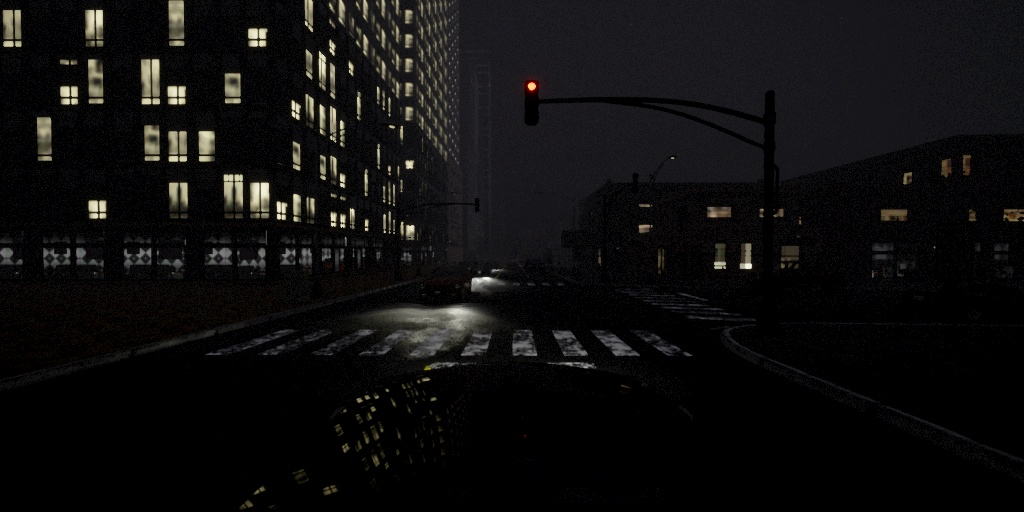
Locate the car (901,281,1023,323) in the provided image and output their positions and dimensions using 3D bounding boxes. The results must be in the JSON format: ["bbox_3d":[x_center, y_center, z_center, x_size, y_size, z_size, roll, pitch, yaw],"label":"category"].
[{"bbox_3d":[16.434,1.549,12.641,4.313,1.339,1.948,0,0,1],"label":"car"}]

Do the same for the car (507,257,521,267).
[{"bbox_3d":[0.133,1.301,63.834,1.994,1.385,4.181,0,0,0],"label":"car"}]

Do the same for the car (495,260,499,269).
[{"bbox_3d":[-2.980,1.303,53.533,1.994,1.385,4.181,0,0,0],"label":"car"}]

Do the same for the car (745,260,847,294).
[{"bbox_3d":[16.558,1.166,21.019,5.009,1.841,2.192,0,0,1],"label":"car"}]

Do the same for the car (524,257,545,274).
[{"bbox_3d":[2.774,1.180,41.331,1.967,1.591,4.097,0,0,0],"label":"car"}]

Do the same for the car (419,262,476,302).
[{"bbox_3d":[-3.067,1.223,17.297,1.882,1.535,5.008,0,0,0],"label":"car"}]

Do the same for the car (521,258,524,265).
[{"bbox_3d":[2.798,1.053,52.619,2.192,1.841,5.009,0,0,0],"label":"car"}]

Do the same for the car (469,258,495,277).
[{"bbox_3d":[-3.039,1.232,35.592,2.128,1.511,4.902,0,0,-1],"label":"car"}]
